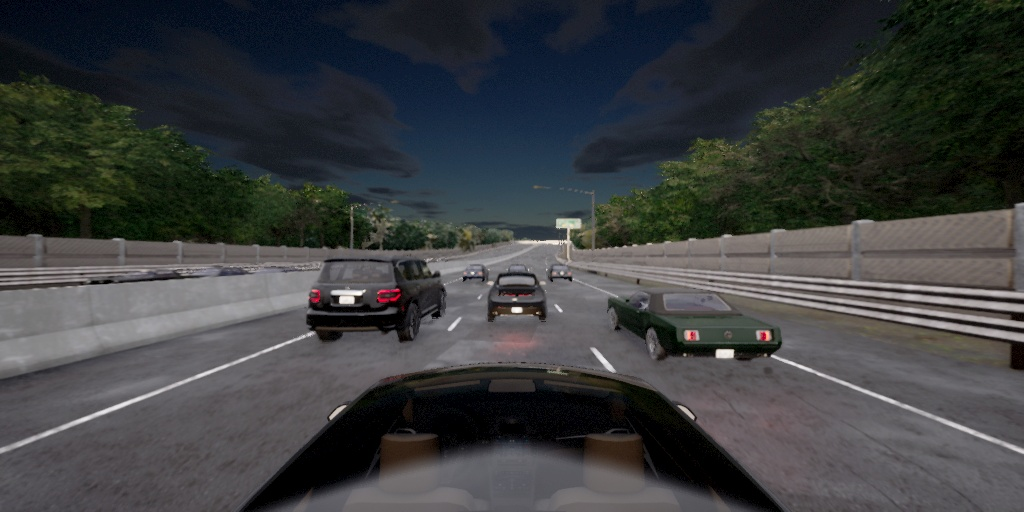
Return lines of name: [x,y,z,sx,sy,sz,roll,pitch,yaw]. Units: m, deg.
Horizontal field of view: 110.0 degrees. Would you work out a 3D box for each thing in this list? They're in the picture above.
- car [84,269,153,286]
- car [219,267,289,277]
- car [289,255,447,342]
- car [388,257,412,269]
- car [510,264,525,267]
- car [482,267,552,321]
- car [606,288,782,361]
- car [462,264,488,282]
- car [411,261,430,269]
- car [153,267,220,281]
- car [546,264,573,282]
car: [-20.929,1.415,20.496,1.895,1.301,4.718,0,0,1]
car: [-13.921,1.369,21.163,2.033,1.411,5.357,0,0,1]
car: [-3.360,1.004,10.020,2.150,2.045,5.566,0,0,0]
car: [-19.432,1.191,62.366,2.150,2.045,5.566,0,0,3]
car: [0.478,1.417,30.492,2.033,1.411,5.357,0,0,1]
car: [0.167,1.300,12.637,1.837,1.490,4.892,0,0,1]
car: [3.627,1.380,8.293,1.895,1.301,4.718,0,0,0]
car: [-3.019,1.414,30.592,2.033,1.411,5.357,0,0,1]
car: [-15.912,1.574,62.677,1.895,1.301,4.718,0,0,3]
car: [-17.419,1.367,21.265,2.033,1.411,5.357,0,0,1]
car: [3.982,1.420,30.561,2.033,1.411,5.357,0,0,1]
